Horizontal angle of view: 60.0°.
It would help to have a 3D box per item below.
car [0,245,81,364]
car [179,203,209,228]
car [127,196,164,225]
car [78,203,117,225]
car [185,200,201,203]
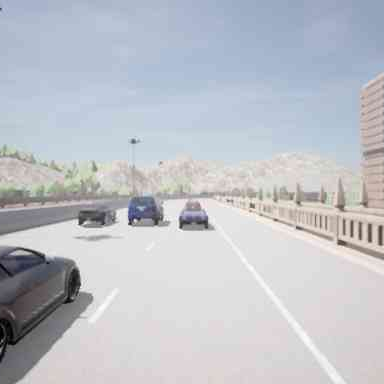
[{"bbox_3d":[-3.399,1.578,5.566,1.994,1.385,4.181,0,0,0],"label":"car"},{"bbox_3d":[0.110,1.658,22.682,1.895,1.301,4.718,0,0,0],"label":"car"},{"bbox_3d":[-3.389,1.284,25.022,2.150,2.045,5.566,0,0,0],"label":"car"},{"bbox_3d":[-6.888,1.567,24.526,1.837,1.490,4.892,0,0,0],"label":"car"},{"bbox_3d":[0.118,1.664,40.041,1.994,1.385,4.181,0,0,0],"label":"car"}]
